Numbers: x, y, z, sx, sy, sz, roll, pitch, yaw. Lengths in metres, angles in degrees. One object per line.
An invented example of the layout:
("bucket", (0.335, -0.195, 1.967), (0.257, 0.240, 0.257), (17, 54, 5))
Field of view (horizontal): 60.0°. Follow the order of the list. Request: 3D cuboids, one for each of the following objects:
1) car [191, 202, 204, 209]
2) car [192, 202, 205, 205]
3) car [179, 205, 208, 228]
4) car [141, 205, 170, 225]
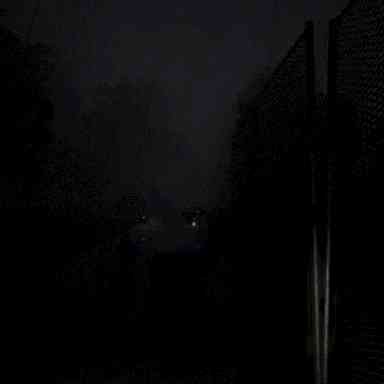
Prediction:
("car", (1.101, 2.762, 67.683), (1.895, 1.301, 4.718), (0, -2, 10))
("car", (0.886, 2.097, 41.955), (1.895, 1.301, 4.718), (0, -1, 4))
("car", (0.147, 1.791, 23.537), (1.895, 1.301, 4.718), (0, -1, 1))
("car", (-2.763, 1.778, 26.415), (2.033, 1.411, 5.357), (0, -1, 1))
